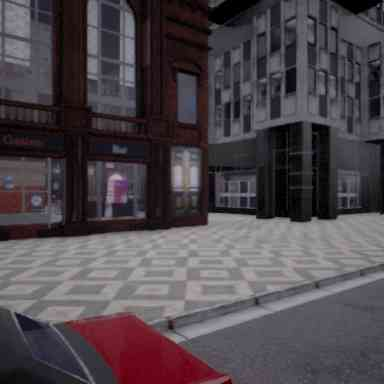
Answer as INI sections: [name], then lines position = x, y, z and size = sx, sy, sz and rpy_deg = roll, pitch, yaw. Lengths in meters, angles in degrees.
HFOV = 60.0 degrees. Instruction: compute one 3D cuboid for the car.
[car]
position = -2.077, 1.602, 1.897
size = 4.718, 1.301, 1.895
rpy_deg = 0, 0, -36
